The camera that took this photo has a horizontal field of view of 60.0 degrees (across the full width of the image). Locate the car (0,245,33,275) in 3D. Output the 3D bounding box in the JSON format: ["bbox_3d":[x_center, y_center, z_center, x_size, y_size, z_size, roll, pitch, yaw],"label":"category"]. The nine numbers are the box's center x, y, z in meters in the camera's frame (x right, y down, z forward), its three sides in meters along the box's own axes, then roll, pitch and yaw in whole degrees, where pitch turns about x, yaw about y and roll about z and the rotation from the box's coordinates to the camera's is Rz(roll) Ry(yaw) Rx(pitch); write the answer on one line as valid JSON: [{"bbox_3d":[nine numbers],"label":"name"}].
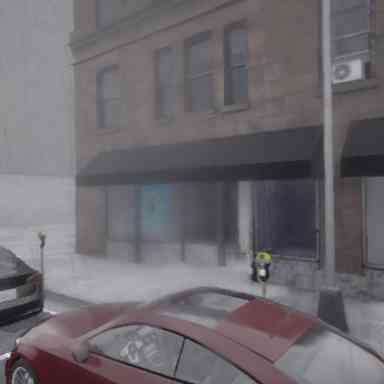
[{"bbox_3d":[-4.551,1.660,6.327,4.313,1.339,1.947,-1,-1,36],"label":"car"}]

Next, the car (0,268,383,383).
[{"bbox_3d":[-0.055,1.605,3.120,4.206,1.307,1.802,-1,-1,36],"label":"car"}]
